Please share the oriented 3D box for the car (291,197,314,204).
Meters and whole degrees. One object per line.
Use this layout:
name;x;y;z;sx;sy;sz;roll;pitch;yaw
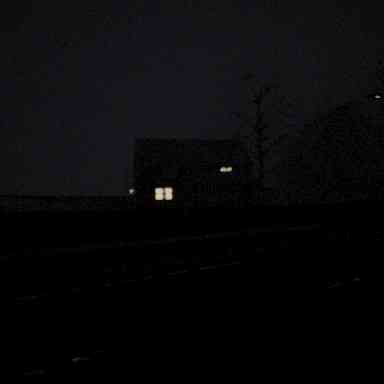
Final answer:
car;16.252;1.401;50.711;2.033;1.411;5.357;-1;1;-15
